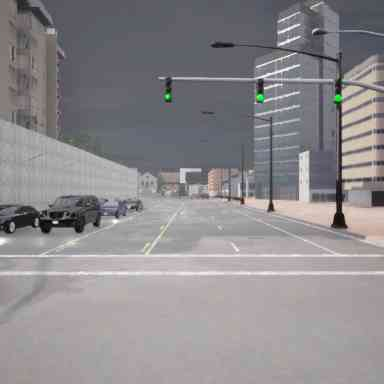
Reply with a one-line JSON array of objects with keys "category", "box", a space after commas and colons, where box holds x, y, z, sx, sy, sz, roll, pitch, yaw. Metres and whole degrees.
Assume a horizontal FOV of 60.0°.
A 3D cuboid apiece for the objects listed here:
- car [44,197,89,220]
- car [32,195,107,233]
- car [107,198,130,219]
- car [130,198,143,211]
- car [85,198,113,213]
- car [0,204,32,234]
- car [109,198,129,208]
[{"category": "car", "box": [-10.618, 1.352, 28.503, 2.097, 1.767, 4.553, 0, 0, 0]}, {"category": "car", "box": [-7.109, 1.221, 20.068, 2.150, 2.045, 5.566, 0, 0, 0]}, {"category": "car", "box": [-7.117, 1.526, 29.708, 1.812, 1.442, 4.674, 0, 0, 0]}, {"category": "car", "box": [-7.116, 1.491, 40.051, 2.128, 1.511, 4.902, 0, 0, 0]}, {"category": "car", "box": [-10.618, 1.505, 38.321, 1.837, 1.490, 4.892, 0, 0, 0]}, {"category": "car", "box": [-10.612, 1.505, 19.435, 1.837, 1.490, 4.892, 0, 0, 0]}, {"category": "car", "box": [-10.586, 1.601, 48.381, 1.895, 1.301, 4.718, 0, 0, 0]}]
